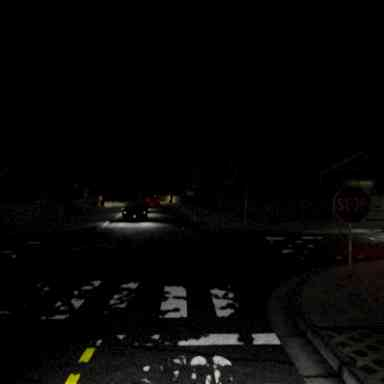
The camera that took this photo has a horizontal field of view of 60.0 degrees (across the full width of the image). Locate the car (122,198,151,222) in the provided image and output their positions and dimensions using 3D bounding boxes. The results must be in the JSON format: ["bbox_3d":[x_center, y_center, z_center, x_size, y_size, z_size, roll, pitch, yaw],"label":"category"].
[{"bbox_3d":[-4.472,1.496,26.602,1.812,1.442,4.674,0,0,-7],"label":"car"}]

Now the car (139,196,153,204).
[{"bbox_3d":[-9.253,1.597,67.006,2.128,1.511,4.902,0,0,-16],"label":"car"}]

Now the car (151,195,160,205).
[{"bbox_3d":[-6.766,1.378,57.196,2.097,1.767,4.553,0,0,-14],"label":"car"}]

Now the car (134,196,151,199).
[{"bbox_3d":[-5.808,1.453,36.841,1.882,1.535,5.008,0,0,-9],"label":"car"}]

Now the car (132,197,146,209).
[{"bbox_3d":[-7.533,1.494,46.892,1.837,1.490,4.892,0,0,-11],"label":"car"}]
